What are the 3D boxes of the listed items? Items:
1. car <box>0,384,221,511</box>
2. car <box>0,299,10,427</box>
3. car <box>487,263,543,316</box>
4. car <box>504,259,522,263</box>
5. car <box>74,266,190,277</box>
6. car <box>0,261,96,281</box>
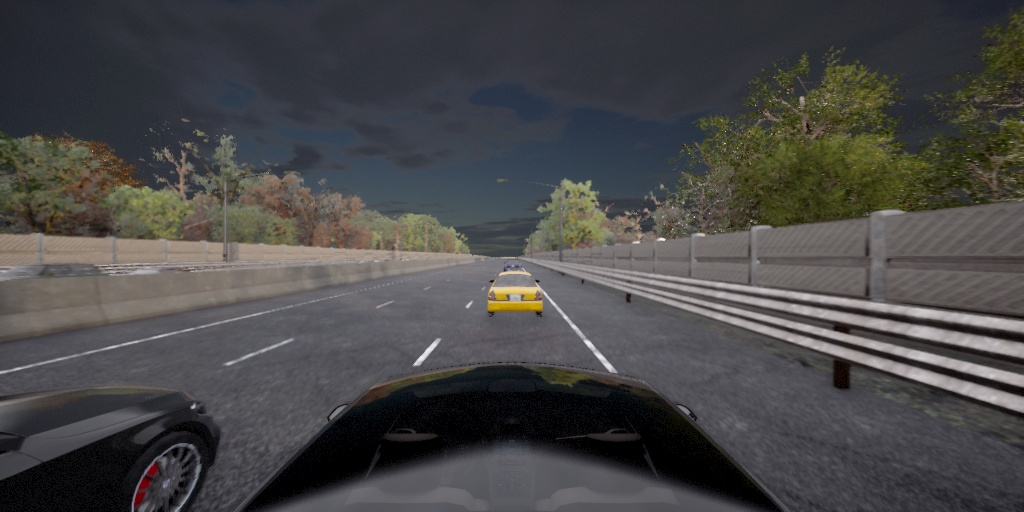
[{"bbox_3d":[-3.386,1.276,1.059,1.812,1.442,4.674,0,0,0],"label":"car"},{"bbox_3d":[-6.899,1.255,1.825,1.837,1.490,4.892,0,0,0],"label":"car"},{"bbox_3d":[0.097,1.209,13.238,1.801,1.575,5.366,0,0,0],"label":"car"},{"bbox_3d":[0.093,1.111,41.646,2.097,1.767,4.553,0,0,0],"label":"car"},{"bbox_3d":[-17.591,1.280,17.573,1.812,1.442,4.674,0,0,0],"label":"car"},{"bbox_3d":[-21.093,1.106,16.019,2.097,1.767,4.553,0,0,0],"label":"car"}]
